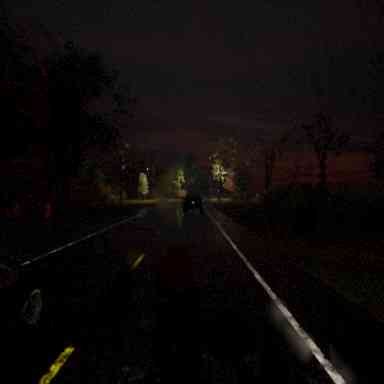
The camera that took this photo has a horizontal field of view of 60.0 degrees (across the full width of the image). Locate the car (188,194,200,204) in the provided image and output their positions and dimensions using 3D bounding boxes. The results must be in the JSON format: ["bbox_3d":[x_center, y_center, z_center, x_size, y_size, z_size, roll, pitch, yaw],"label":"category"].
[{"bbox_3d":[0.435,1.372,63.385,2.097,1.767,4.553,0,0,2],"label":"car"}]

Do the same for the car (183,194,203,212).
[{"bbox_3d":[0.110,1.234,39.033,2.150,2.045,5.566,0,0,0],"label":"car"}]

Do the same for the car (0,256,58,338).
[{"bbox_3d":[-3.559,1.602,4.265,1.895,1.301,4.718,0,0,0],"label":"car"}]
